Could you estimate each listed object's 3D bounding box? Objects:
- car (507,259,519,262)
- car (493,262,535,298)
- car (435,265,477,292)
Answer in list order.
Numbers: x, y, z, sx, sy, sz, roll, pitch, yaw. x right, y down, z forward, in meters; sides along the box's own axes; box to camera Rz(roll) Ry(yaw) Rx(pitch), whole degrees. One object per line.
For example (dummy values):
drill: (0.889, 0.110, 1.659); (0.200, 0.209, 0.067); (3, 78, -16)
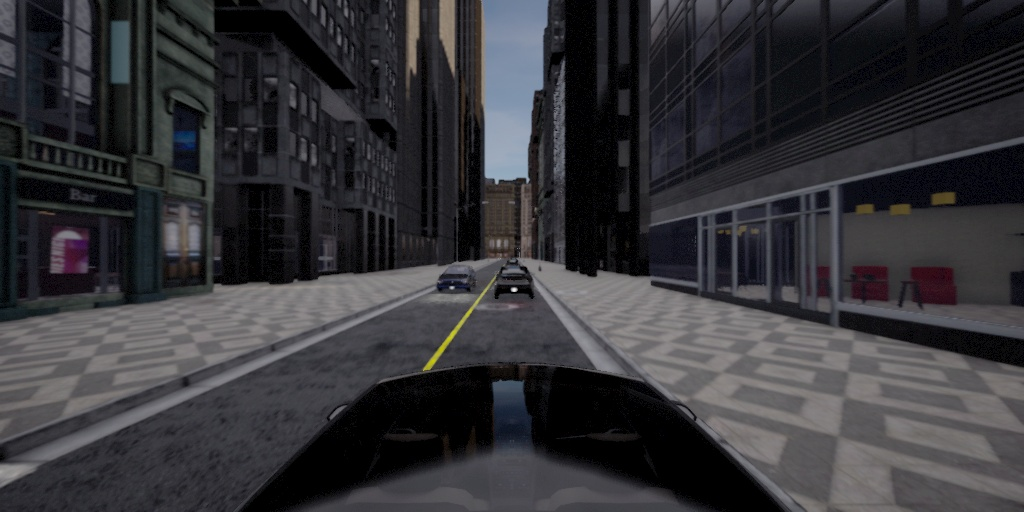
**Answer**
car: (0.100, 1.118, 43.708); (1.837, 1.490, 4.892); (0, 0, 0)
car: (0.099, 1.222, 18.203); (1.837, 1.490, 4.892); (0, 0, 0)
car: (-3.101, 1.254, 21.154); (2.033, 1.411, 5.357); (0, 0, 0)
